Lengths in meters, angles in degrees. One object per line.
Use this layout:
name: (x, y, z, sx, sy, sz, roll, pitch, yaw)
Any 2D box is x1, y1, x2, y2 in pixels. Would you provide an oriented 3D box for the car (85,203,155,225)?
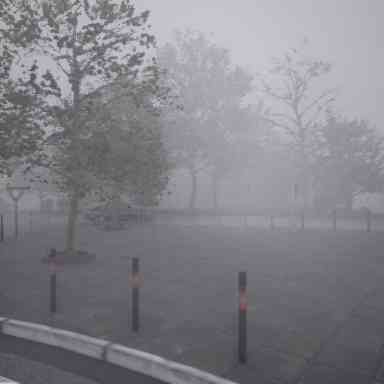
car: (-5.109, 1.548, 23.784, 4.902, 1.511, 2.128, 0, -1, -14)
